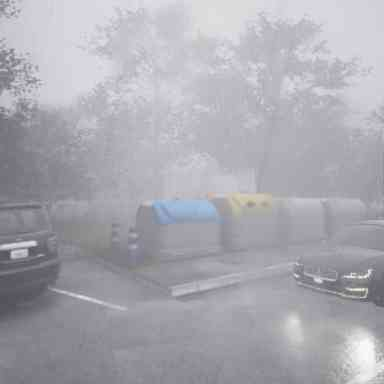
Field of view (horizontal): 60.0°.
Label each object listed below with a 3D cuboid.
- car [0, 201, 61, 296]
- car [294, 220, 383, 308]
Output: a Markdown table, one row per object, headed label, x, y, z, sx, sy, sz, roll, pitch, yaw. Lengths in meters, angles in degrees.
| label | x | y | z | sx | sy | sz | roll | pitch | yaw |
| --- | --- | --- | --- | --- | --- | --- | --- | --- | --- |
| car | -5.269 | 1.235 | 7.443 | 5.566 | 2.045 | 2.435 | -1 | 0 | 35 |
| car | 4.459 | 1.460 | 7.877 | 4.892 | 1.490 | 1.837 | 0 | 0 | -35 |
